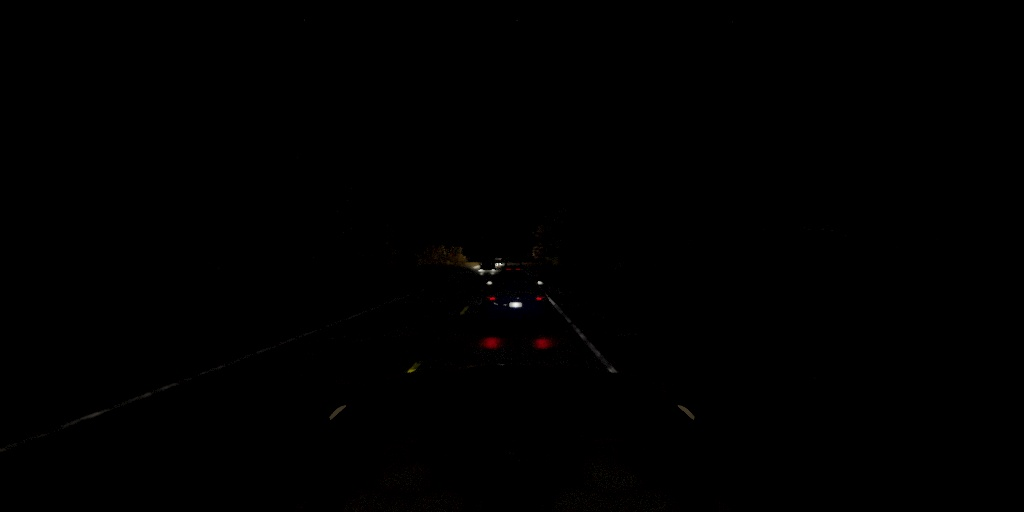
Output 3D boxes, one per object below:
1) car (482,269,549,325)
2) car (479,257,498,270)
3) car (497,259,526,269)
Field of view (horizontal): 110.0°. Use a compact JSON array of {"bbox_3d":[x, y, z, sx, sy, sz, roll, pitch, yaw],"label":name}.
[{"bbox_3d":[0.104,1.313,11.858,1.994,1.385,4.181,0,0,0],"label":"car"},{"bbox_3d":[-3.546,1.090,52.437,2.097,1.767,4.553,0,0,0],"label":"car"},{"bbox_3d":[0.110,1.237,29.591,2.128,1.511,4.902,0,0,0],"label":"car"}]
